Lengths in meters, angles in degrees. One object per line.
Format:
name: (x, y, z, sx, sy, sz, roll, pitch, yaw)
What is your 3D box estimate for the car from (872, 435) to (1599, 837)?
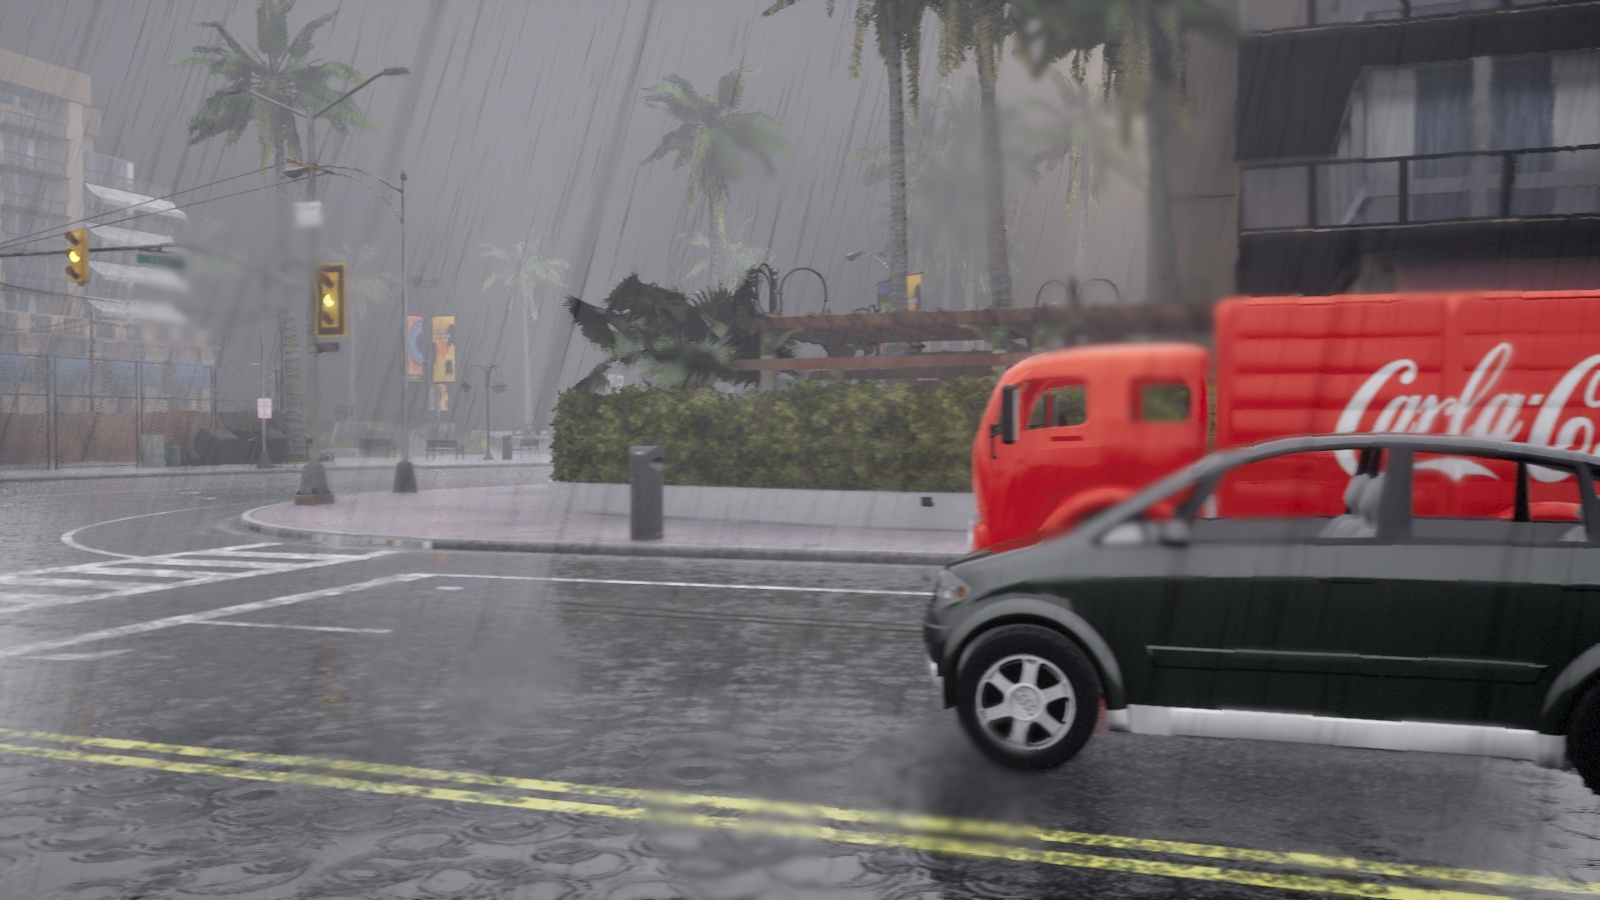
car: (2.378, 0.716, 6.098, 3.705, 1.549, 1.789, 1, 1, 18)

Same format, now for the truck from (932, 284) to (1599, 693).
truck: (3.825, 0.205, 9.289, 5.204, 2.467, 2.627, 1, 1, 18)
